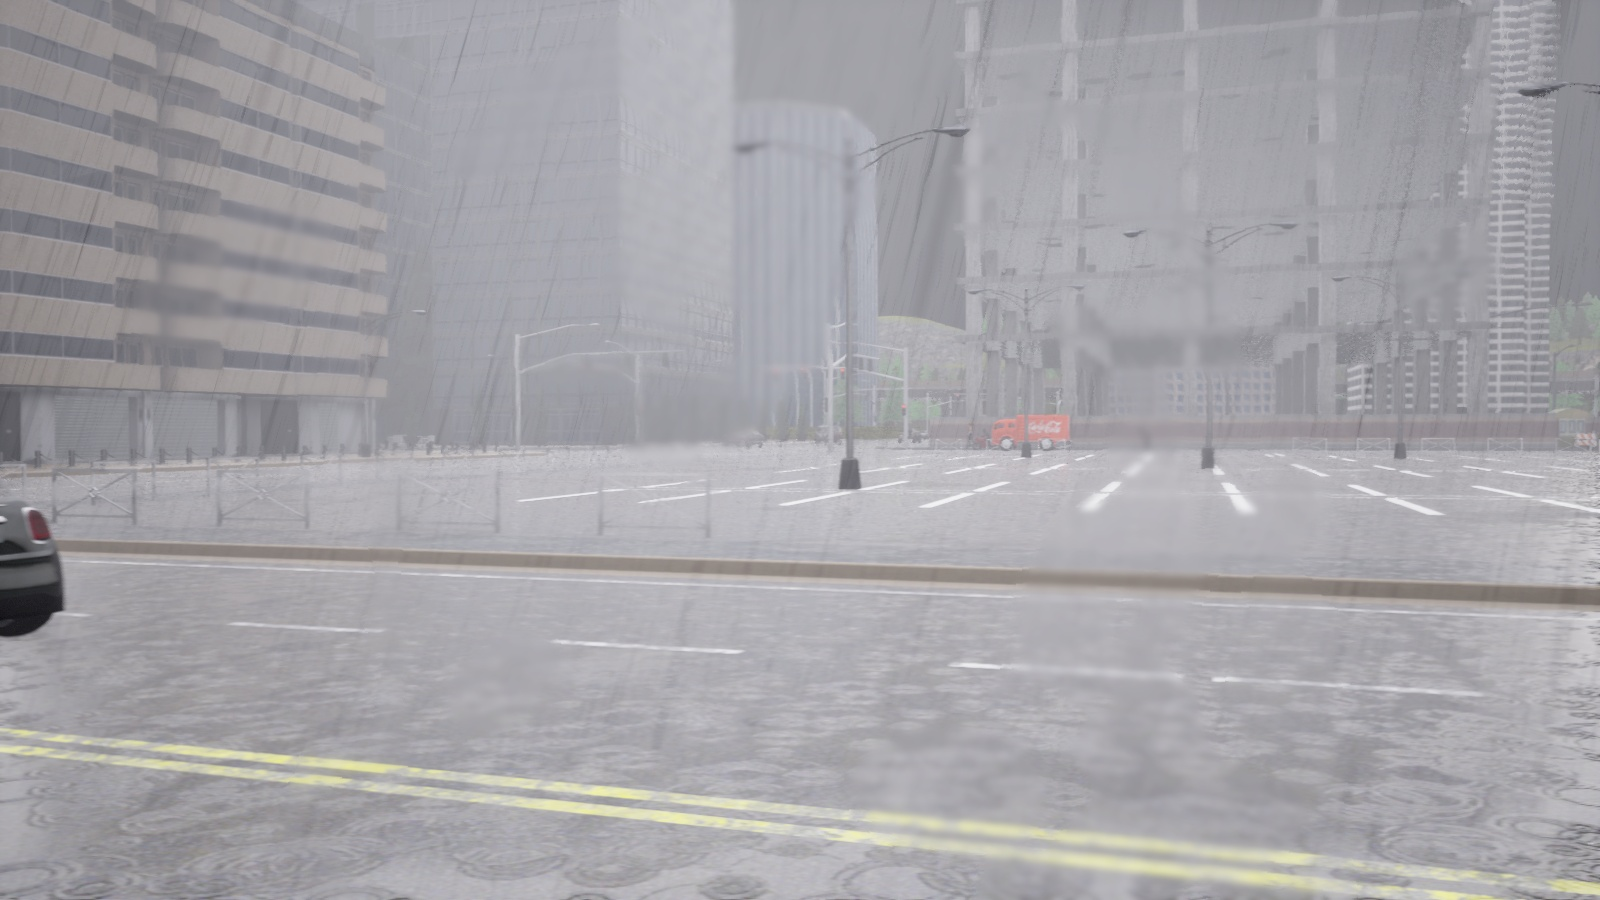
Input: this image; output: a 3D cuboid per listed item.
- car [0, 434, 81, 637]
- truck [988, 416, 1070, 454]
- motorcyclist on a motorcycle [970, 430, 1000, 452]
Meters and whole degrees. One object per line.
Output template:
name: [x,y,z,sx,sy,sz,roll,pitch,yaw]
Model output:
car: [-7.727,0.611,9.462,3.806,1.475,1.970,1,1,19]
truck: [15.530,-1.019,85.030,5.204,2.467,2.627,0,1,17]
motorcyclist on a motorcycle: [13.184,-0.629,89.398,2.044,1.523,0.797,0,1,17]
